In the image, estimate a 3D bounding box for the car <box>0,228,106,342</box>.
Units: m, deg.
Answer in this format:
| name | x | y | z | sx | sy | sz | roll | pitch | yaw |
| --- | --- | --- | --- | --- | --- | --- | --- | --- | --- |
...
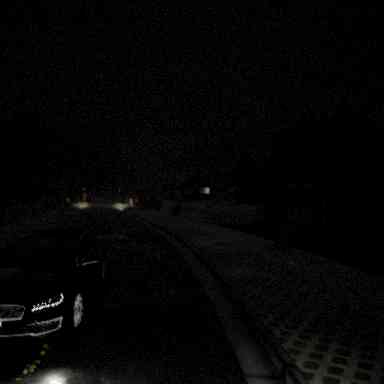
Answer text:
| name | x | y | z | sx | sy | sz | roll | pitch | yaw |
| --- | --- | --- | --- | --- | --- | --- | --- | --- | --- |
| car | -2.972 | 1.593 | 6.963 | 1.837 | 1.490 | 4.892 | 0 | -1 | -7 |
